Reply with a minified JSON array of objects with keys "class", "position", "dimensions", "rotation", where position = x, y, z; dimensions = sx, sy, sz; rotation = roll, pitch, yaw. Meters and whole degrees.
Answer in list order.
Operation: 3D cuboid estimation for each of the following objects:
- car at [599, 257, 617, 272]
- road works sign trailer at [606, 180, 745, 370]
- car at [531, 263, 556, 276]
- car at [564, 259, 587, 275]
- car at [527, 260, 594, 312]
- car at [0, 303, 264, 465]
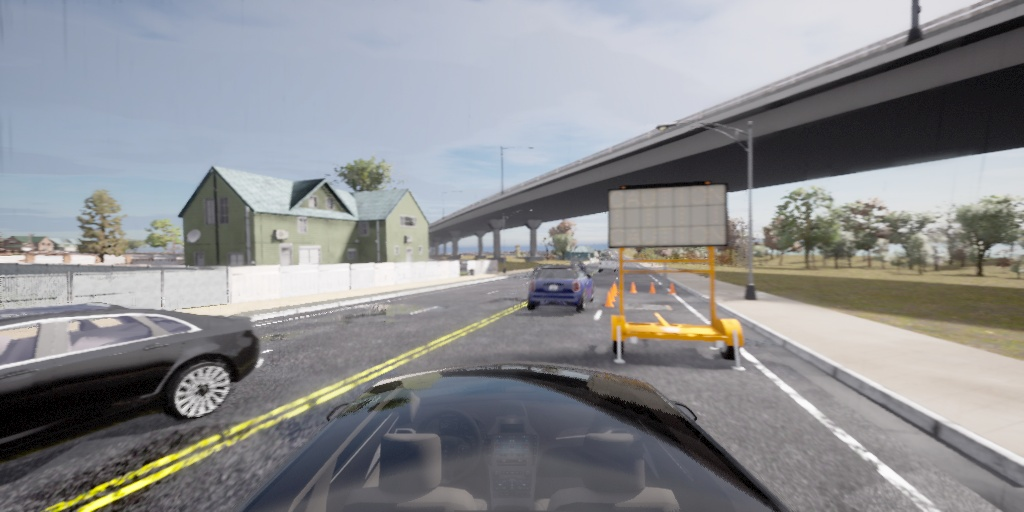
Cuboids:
[{"class":"car","position":[12.946,1.124,48.463],"dimensions":[2.150,2.045,5.566],"rotation":[-1,-1,18]},{"class":"road works sign trailer","position":[3.359,0.218,7.876],"dimensions":[2.380,3.560,2.880],"rotation":[0,0,15]},{"class":"car","position":[3.749,1.551,41.622],"dimensions":[1.895,1.301,4.718],"rotation":[-1,0,18]},{"class":"car","position":[7.800,1.275,43.625],"dimensions":[2.097,1.767,4.553],"rotation":[-1,0,18]},{"class":"car","position":[2.146,1.156,14.815],"dimensions":[2.097,1.767,4.553],"rotation":[-1,0,18]},{"class":"car","position":[-5.180,1.299,3.471],"dimensions":[2.128,1.511,4.902],"rotation":[-1,0,18]}]
